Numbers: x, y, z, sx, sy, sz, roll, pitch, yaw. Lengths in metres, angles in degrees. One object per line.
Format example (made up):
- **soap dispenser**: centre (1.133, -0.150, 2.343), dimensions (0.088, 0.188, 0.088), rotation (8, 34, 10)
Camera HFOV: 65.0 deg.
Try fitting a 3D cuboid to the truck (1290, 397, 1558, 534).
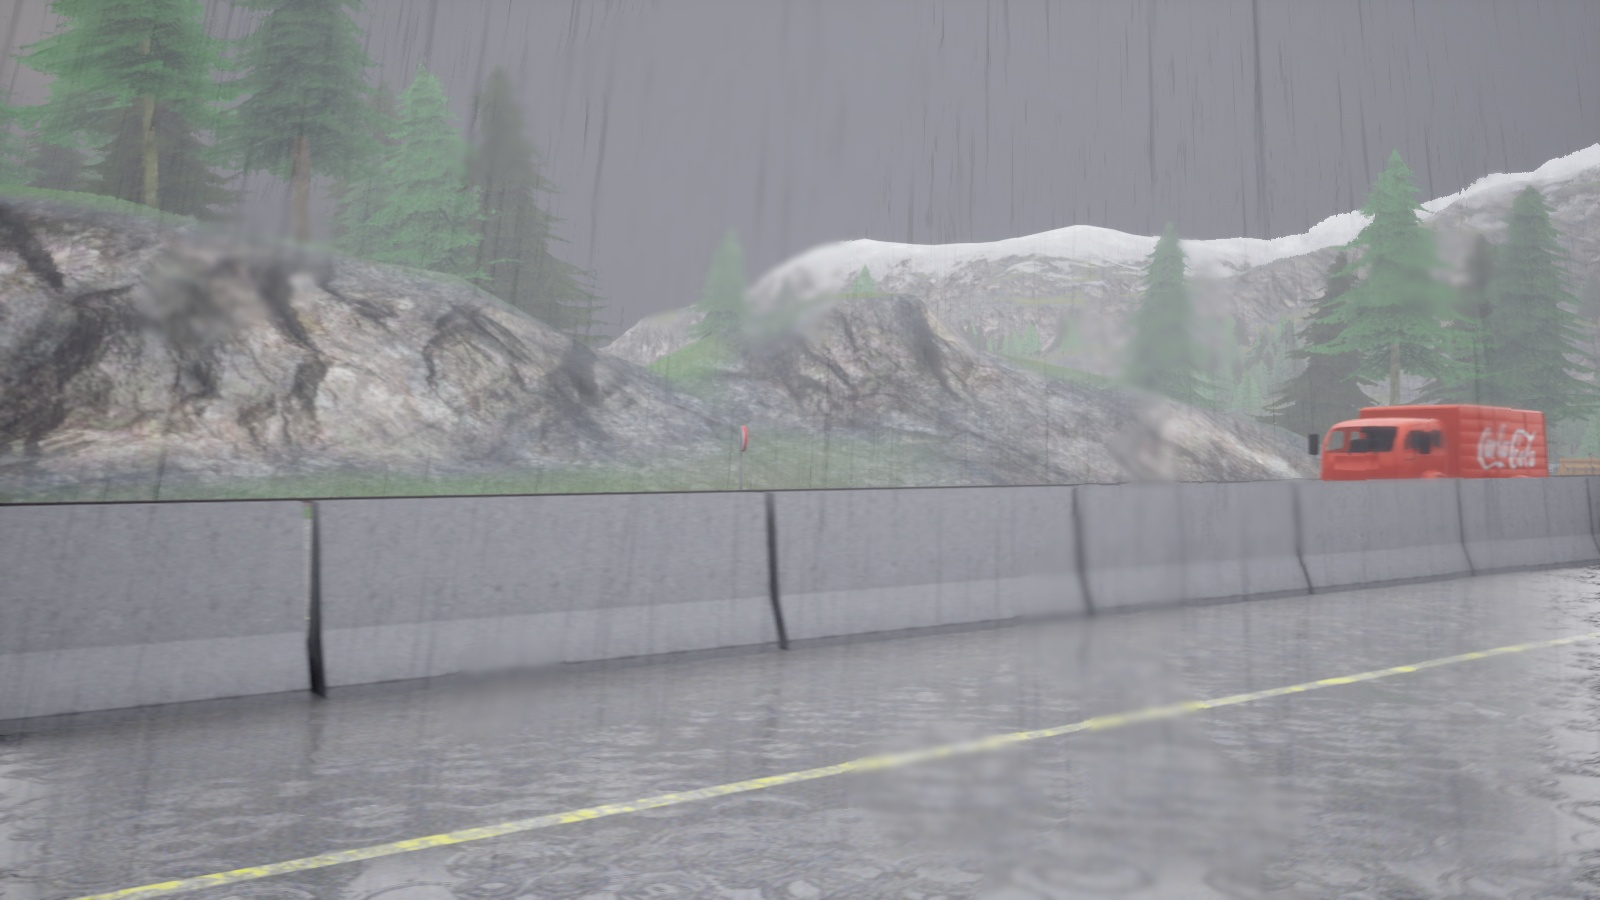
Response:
- **truck**: centre (12.561, 0.302, 25.196), dimensions (5.204, 2.467, 2.627), rotation (1, -1, -35)
